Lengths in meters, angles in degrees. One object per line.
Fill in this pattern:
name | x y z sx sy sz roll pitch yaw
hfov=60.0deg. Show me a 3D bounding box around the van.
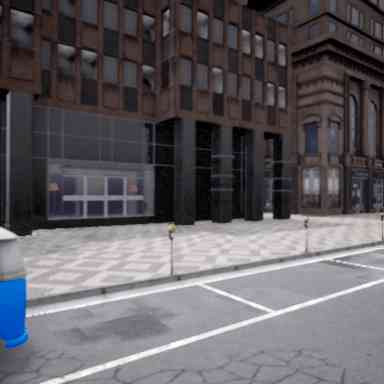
van | -4.023 1.334 3.775 3.998 1.788 1.690 0 0 -36
